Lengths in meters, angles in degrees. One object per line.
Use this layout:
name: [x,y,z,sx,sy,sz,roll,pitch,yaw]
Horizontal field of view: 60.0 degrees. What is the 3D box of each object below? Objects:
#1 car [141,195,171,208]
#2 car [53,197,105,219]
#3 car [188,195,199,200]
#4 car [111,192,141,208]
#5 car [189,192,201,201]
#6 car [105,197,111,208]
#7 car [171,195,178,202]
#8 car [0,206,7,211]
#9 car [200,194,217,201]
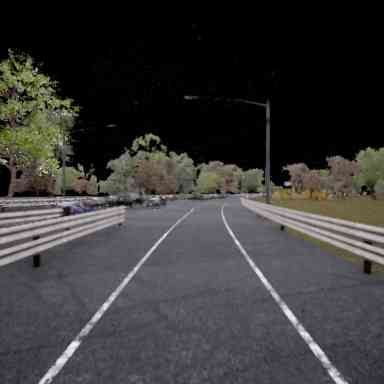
car: [-4.644,1.347,43.798,1.812,1.442,4.674,0,0,12]
car: [-8.501,1.309,24.642,1.812,1.442,4.674,0,0,11]
car: [0.527,1.478,93.800,1.994,1.385,4.181,0,0,16]
car: [-8.189,1.043,44.044,2.150,2.045,5.566,0,0,12]
car: [1.396,1.128,83.791,2.150,2.045,5.566,0,0,15]
car: [-11.729,1.369,44.215,2.033,1.411,5.357,0,0,12]
car: [-4.654,1.408,74.495,1.812,1.442,4.674,0,0,15]
car: [-15.706,1.287,24.227,1.837,1.490,4.892,0,0,11]
car: [3.891,1.488,79.558,1.895,1.301,4.718,0,0,15]
